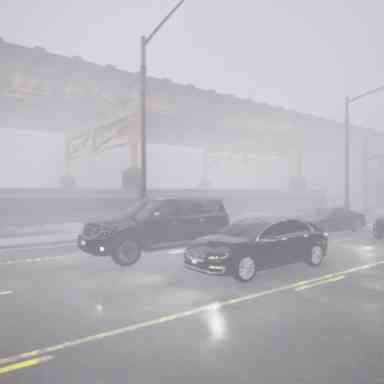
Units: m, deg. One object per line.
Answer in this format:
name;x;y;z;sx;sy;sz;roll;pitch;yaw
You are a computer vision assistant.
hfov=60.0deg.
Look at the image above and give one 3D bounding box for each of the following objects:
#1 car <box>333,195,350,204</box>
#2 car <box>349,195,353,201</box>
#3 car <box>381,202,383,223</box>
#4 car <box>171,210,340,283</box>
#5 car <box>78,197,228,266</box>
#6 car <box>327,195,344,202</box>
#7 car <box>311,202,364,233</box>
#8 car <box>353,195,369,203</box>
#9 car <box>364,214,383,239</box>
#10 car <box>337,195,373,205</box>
car;22.491;1.122;50.245;1.853;1.218;4.536;0;0;18
car;22.475;1.280;50.196;2.038;1.542;4.974;0;0;18
car;15.507;1.430;23.571;4.674;1.442;1.812;0;0;-35
car;2.032;1.479;9.737;4.892;1.490;1.837;0;0;-35
car;-1.079;1.201;11.818;5.566;2.045;2.150;0;0;-35
car;18.678;1.139;47.519;4.536;1.218;1.853;0;0;8
car;7.267;1.489;17.762;5.357;1.411;2.033;0;0;-36
car;26.335;1.102;53.947;4.536;1.218;1.853;0;0;-7
car;10.497;1.413;15.758;5.008;1.535;1.882;0;0;-36
car;26.387;1.260;53.954;4.974;1.542;2.038;0;0;-7
